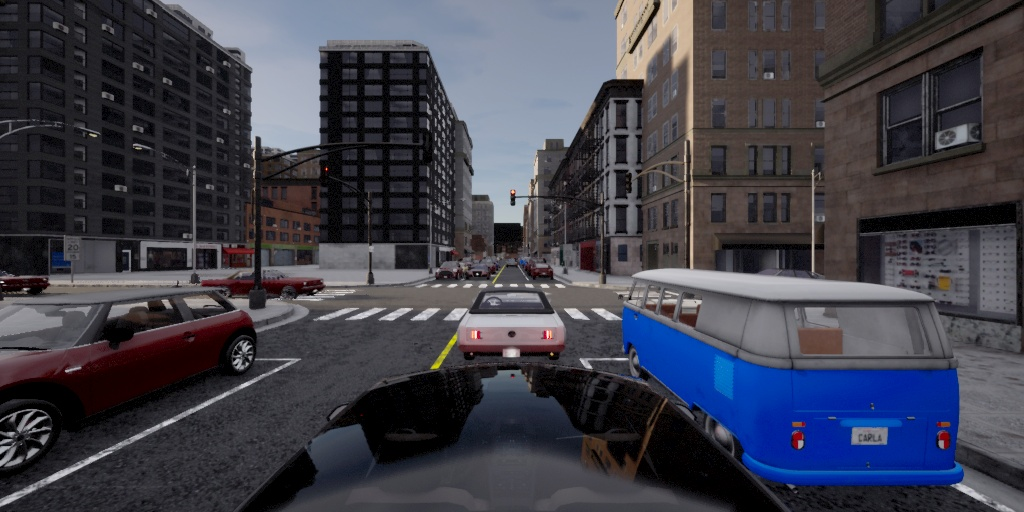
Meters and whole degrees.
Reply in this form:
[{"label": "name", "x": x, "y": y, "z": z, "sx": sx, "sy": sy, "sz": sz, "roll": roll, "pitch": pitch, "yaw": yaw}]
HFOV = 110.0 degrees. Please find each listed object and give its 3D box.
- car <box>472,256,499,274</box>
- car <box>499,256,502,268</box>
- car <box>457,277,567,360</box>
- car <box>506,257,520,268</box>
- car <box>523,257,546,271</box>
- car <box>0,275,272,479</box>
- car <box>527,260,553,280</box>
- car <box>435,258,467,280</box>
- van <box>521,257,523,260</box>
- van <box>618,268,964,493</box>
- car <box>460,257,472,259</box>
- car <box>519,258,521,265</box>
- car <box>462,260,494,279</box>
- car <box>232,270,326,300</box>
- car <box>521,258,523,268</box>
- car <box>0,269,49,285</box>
[{"label": "car", "x": -2.892, "y": 1.100, "z": 40.157, "sx": 2.097, "sy": 1.767, "sz": 4.553, "roll": 0, "pitch": 0, "yaw": 0}, {"label": "car", "x": -2.910, "y": 1.099, "z": 49.032, "sx": 2.097, "sy": 1.767, "sz": 4.553, "roll": 0, "pitch": 0, "yaw": 0}, {"label": "car", "x": -0.008, "y": 1.351, "z": 8.278, "sx": 1.895, "sy": 1.301, "sz": 4.718, "roll": 0, "pitch": 0, "yaw": 0}, {"label": "car", "x": -0.004, "y": 1.306, "z": 62.329, "sx": 1.994, "sy": 1.385, "sz": 4.181, "roll": 0, "pitch": 0, "yaw": 1}, {"label": "car", "x": 2.584, "y": 1.063, "z": 36.783, "sx": 2.192, "sy": 1.841, "sz": 5.009, "roll": 0, "pitch": 0, "yaw": 0}, {"label": "car", "x": -5.390, "y": 1.190, "z": 4.481, "sx": 1.967, "sy": 1.591, "sz": 4.097, "roll": 0, "pitch": 0, "yaw": 0}, {"label": "car", "x": 2.592, "y": 1.294, "z": 31.374, "sx": 1.888, "sy": 1.381, "sz": 4.507, "roll": 0, "pitch": 0, "yaw": 0}, {"label": "car", "x": -5.433, "y": 1.188, "z": 31.361, "sx": 1.967, "sy": 1.591, "sz": 4.097, "roll": 0, "pitch": 0, "yaw": 0}, {"label": "van", "x": 2.558, "y": 1.086, "z": 53.012, "sx": 1.690, "sy": 1.789, "sz": 3.998, "roll": 0, "pitch": 0, "yaw": 0}, {"label": "van", "x": 2.635, "y": 1.091, "z": 4.493, "sx": 1.690, "sy": 1.789, "sz": 3.998, "roll": 0, "pitch": 0, "yaw": 0}, {"label": "car", "x": -5.450, "y": 1.063, "z": 42.180, "sx": 2.192, "sy": 1.841, "sz": 5.009, "roll": 0, "pitch": 0, "yaw": 0}, {"label": "car", "x": 2.549, "y": 1.309, "z": 58.421, "sx": 1.948, "sy": 1.339, "sz": 4.313, "roll": 0, "pitch": 0, "yaw": 0}, {"label": "car", "x": -2.896, "y": 1.313, "z": 31.537, "sx": 1.994, "sy": 1.385, "sz": 4.181, "roll": 0, "pitch": 0, "yaw": -1}, {"label": "car", "x": -11.389, "y": 1.297, "z": 16.713, "sx": 4.718, "sy": 1.301, "sz": 1.895, "roll": 0, "pitch": 0, "yaw": 0}, {"label": "car", "x": 2.566, "y": 1.292, "z": 47.602, "sx": 1.888, "sy": 1.381, "sz": 4.507, "roll": 0, "pitch": 0, "yaw": 0}, {"label": "car", "x": -24.816, "y": 1.222, "z": 16.680, "sx": 4.718, "sy": 1.301, "sz": 1.895, "roll": 0, "pitch": 0, "yaw": 0}]
